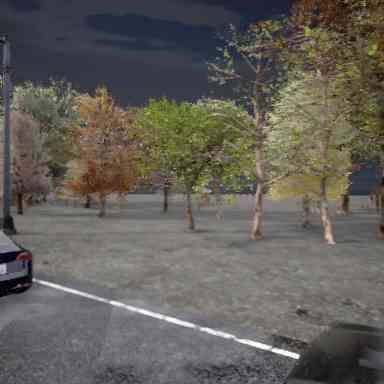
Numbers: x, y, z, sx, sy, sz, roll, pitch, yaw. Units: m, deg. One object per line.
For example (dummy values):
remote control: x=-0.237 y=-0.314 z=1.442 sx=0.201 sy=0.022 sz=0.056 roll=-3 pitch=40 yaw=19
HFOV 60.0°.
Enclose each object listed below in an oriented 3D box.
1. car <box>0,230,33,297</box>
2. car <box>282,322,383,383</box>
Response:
car: x=-5.504 y=1.467 z=7.491 sx=4.792 sy=1.488 sz=2.163 roll=1 pitch=0 yaw=35
car: x=2.805 y=1.604 z=1.686 sx=4.718 sy=1.301 sz=1.895 roll=0 pitch=0 yaw=36
